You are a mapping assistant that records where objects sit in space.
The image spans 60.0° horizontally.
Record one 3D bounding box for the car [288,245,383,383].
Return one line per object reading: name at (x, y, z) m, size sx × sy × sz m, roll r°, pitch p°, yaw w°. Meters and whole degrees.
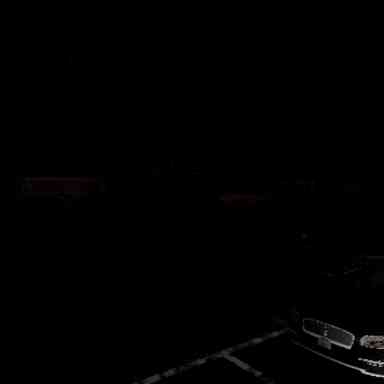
car at (3.344, 1.558, 5.205) m, size 4.403 × 1.369 × 2.008 m, roll 0°, pitch -1°, yaw -35°
